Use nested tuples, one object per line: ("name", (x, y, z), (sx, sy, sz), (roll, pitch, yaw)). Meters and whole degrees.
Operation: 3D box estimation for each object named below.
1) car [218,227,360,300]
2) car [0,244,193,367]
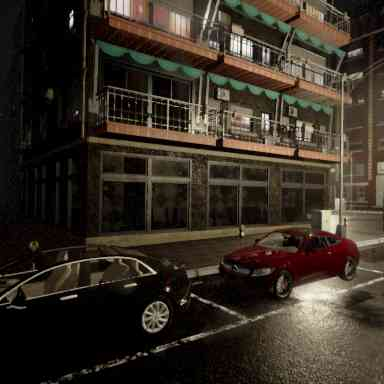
("car", (2.584, 1.585, 8.354), (4.206, 1.307, 1.802), (0, 1, -36))
("car", (-2.041, 1.551, 5.047), (4.403, 1.369, 2.008), (0, 1, -36))
